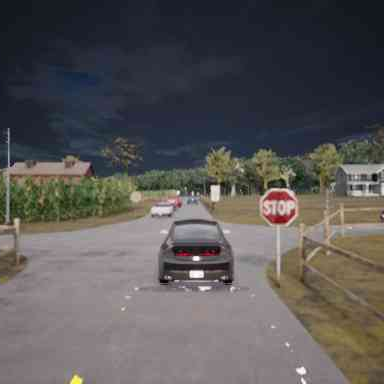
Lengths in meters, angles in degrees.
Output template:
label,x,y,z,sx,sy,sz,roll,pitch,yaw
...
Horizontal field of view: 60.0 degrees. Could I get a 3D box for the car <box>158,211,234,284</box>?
label,x,y,z,sx,sy,sz,roll,pitch,yaw
car,0.100,1.541,9.707,1.837,1.490,4.892,0,0,0

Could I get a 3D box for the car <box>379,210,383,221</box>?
label,x,y,z,sx,sy,sz,roll,pitch,yaw
car,13.672,1.127,19.556,4.892,1.490,1.837,-2,-2,0

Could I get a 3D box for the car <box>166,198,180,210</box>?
label,x,y,z,sx,sy,sz,roll,pitch,yaw
car,-2.828,1.719,41.618,1.895,1.301,4.718,0,0,0

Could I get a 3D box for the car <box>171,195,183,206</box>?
label,x,y,z,sx,sy,sz,roll,pitch,yaw
car,-2.743,1.522,61.340,2.097,1.767,4.553,0,0,0

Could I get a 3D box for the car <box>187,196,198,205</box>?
label,x,y,z,sx,sy,sz,roll,pitch,yaw
car,0.108,1.531,64.535,2.097,1.767,4.553,0,0,0

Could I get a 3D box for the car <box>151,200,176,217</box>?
label,x,y,z,sx,sy,sz,roll,pitch,yaw
car,-2.842,1.695,32.028,1.895,1.301,4.718,0,0,0

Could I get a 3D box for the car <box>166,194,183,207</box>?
label,x,y,z,sx,sy,sz,roll,pitch,yaw
car,-2.811,1.364,51.399,2.150,2.045,5.566,0,0,0
